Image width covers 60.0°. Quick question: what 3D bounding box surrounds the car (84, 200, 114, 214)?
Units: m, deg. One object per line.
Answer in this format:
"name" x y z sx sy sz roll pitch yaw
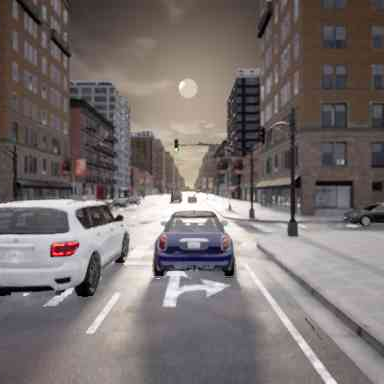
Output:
"car" -9.832 1.515 35.613 1.895 1.301 4.718 0 0 0

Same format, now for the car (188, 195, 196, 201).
"car" 0.036 1.271 76.156 1.895 1.301 4.718 0 0 0

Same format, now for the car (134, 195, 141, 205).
"car" -9.800 1.364 56.046 1.837 1.490 4.892 0 0 0

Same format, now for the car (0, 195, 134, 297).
"car" -3.145 1.202 8.623 2.150 2.045 5.566 0 0 0

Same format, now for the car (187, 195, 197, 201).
"car" 0.031 1.325 65.707 2.128 1.511 4.902 0 0 0

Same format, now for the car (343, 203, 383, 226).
"car" 12.733 1.491 22.339 4.892 1.490 1.837 0 0 2

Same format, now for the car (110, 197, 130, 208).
"car" -9.839 1.452 45.643 1.994 1.385 4.181 0 0 -1

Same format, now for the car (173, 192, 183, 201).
"car" -3.213 1.028 76.846 2.150 2.045 5.566 0 0 0

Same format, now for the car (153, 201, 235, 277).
"car" 0.067 1.328 10.328 2.097 1.767 4.553 0 0 0

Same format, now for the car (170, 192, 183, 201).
"car" -3.131 1.053 66.456 2.150 2.045 5.566 0 0 0
